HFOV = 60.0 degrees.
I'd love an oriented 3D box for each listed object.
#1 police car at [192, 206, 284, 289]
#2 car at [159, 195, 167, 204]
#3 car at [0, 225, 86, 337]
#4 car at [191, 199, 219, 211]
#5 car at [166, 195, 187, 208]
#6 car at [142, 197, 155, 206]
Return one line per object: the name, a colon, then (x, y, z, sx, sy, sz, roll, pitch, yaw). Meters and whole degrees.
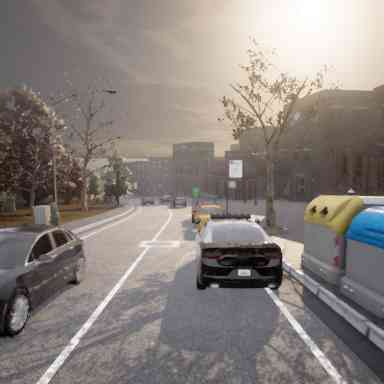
police car: (1.042, 1.407, 9.232, 1.930, 1.638, 5.238, 0, 0, 0)
car: (-4.779, 1.383, 60.386, 1.837, 1.490, 4.892, -2, 0, -16)
car: (-3.609, 1.492, 6.683, 1.837, 1.490, 4.892, 0, 0, 0)
car: (1.033, 1.418, 19.358, 1.801, 1.575, 5.366, 0, 0, 0)
car: (-1.934, 1.382, 46.897, 2.128, 1.511, 4.902, -1, 0, -10)
car: (-7.414, 1.510, 55.979, 2.033, 1.411, 5.357, -1, 0, -13)
